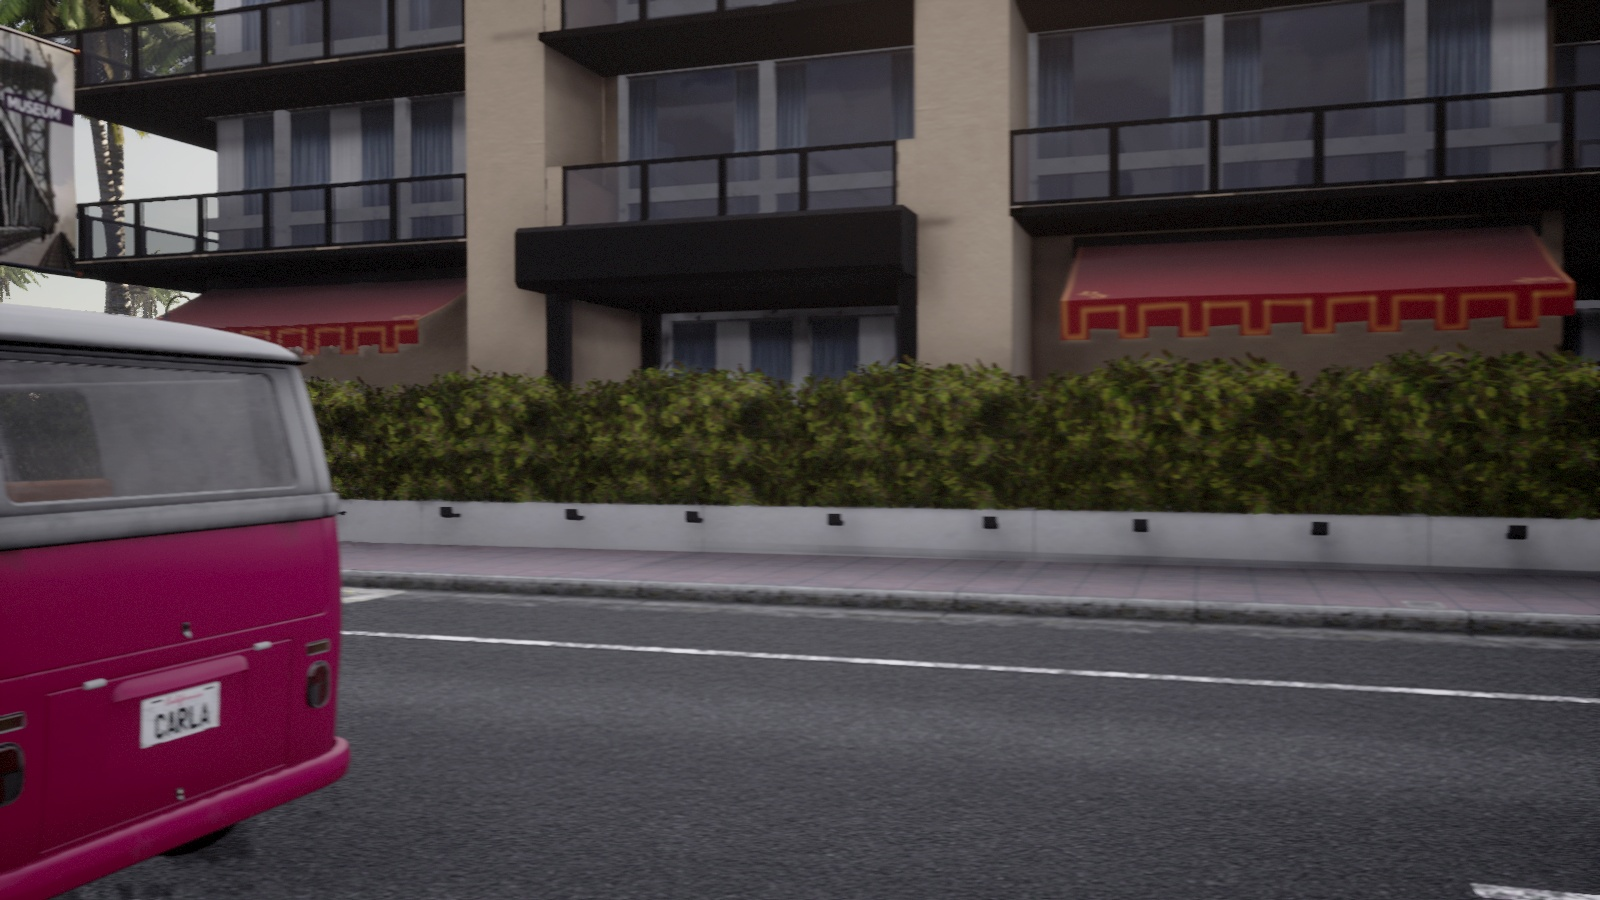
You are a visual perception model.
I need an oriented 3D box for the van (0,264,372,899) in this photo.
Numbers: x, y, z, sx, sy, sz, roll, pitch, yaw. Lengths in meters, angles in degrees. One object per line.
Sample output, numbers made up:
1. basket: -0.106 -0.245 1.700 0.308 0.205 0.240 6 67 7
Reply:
1. van: -3.961 0.497 4.452 4.442 1.987 1.775 0 1 18
